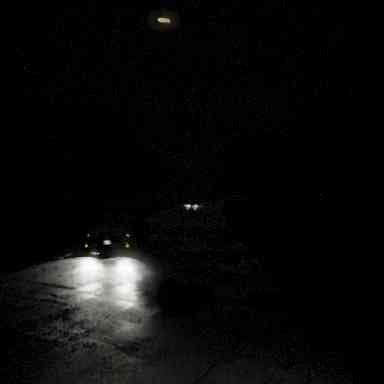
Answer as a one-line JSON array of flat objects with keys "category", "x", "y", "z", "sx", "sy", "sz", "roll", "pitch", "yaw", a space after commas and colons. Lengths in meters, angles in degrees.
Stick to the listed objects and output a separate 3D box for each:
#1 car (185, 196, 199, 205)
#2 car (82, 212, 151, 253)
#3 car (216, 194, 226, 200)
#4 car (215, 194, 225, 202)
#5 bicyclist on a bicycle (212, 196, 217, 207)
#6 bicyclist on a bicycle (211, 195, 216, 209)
[{"category": "car", "x": 0.069, "y": 1.428, "z": 54.586, "sx": 1.994, "sy": 1.385, "sz": 4.181, "roll": 0, "pitch": 0, "yaw": 7}, {"category": "car", "x": -2.857, "y": 1.526, "z": 13.371, "sx": 1.994, "sy": 1.385, "sz": 4.181, "roll": 0, "pitch": 0, "yaw": 2}, {"category": "car", "x": 7.419, "y": 1.225, "z": 84.736, "sx": 1.882, "sy": 1.535, "sz": 5.008, "roll": 0, "pitch": 0, "yaw": 10}, {"category": "car", "x": 5.559, "y": 1.399, "z": 73.037, "sx": 2.033, "sy": 1.411, "sz": 5.357, "roll": 0, "pitch": 0, "yaw": 9}, {"category": "bicyclist on a bicycle", "x": 3.291, "y": 1.331, "z": 48.212, "sx": 0.582, "sy": 1.620, "sz": 1.656, "roll": 0, "pitch": 0, "yaw": 6}, {"category": "bicyclist on a bicycle", "x": 2.485, "y": 1.353, "z": 39.289, "sx": 0.582, "sy": 1.620, "sz": 1.656, "roll": 0, "pitch": 0, "yaw": 5}]
